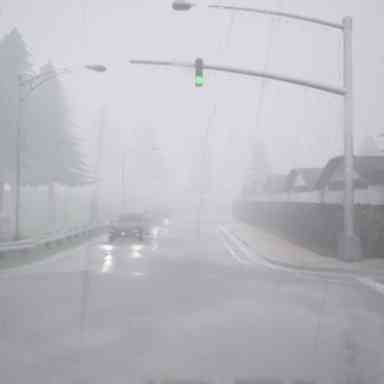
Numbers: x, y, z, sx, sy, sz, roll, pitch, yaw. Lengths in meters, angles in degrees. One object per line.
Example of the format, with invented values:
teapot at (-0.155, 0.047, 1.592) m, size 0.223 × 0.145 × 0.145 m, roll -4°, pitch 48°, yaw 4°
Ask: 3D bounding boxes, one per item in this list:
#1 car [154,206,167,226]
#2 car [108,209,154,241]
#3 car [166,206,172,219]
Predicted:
car at (-3.596, 2.260, 29.652) m, size 1.994 × 1.385 × 4.181 m, roll 0°, pitch -1°, yaw 0°
car at (-3.600, 1.987, 19.741) m, size 1.837 × 1.490 × 4.892 m, roll 0°, pitch -1°, yaw 0°
car at (-3.512, 2.423, 40.006) m, size 1.837 × 1.490 × 4.892 m, roll 0°, pitch -1°, yaw 2°
